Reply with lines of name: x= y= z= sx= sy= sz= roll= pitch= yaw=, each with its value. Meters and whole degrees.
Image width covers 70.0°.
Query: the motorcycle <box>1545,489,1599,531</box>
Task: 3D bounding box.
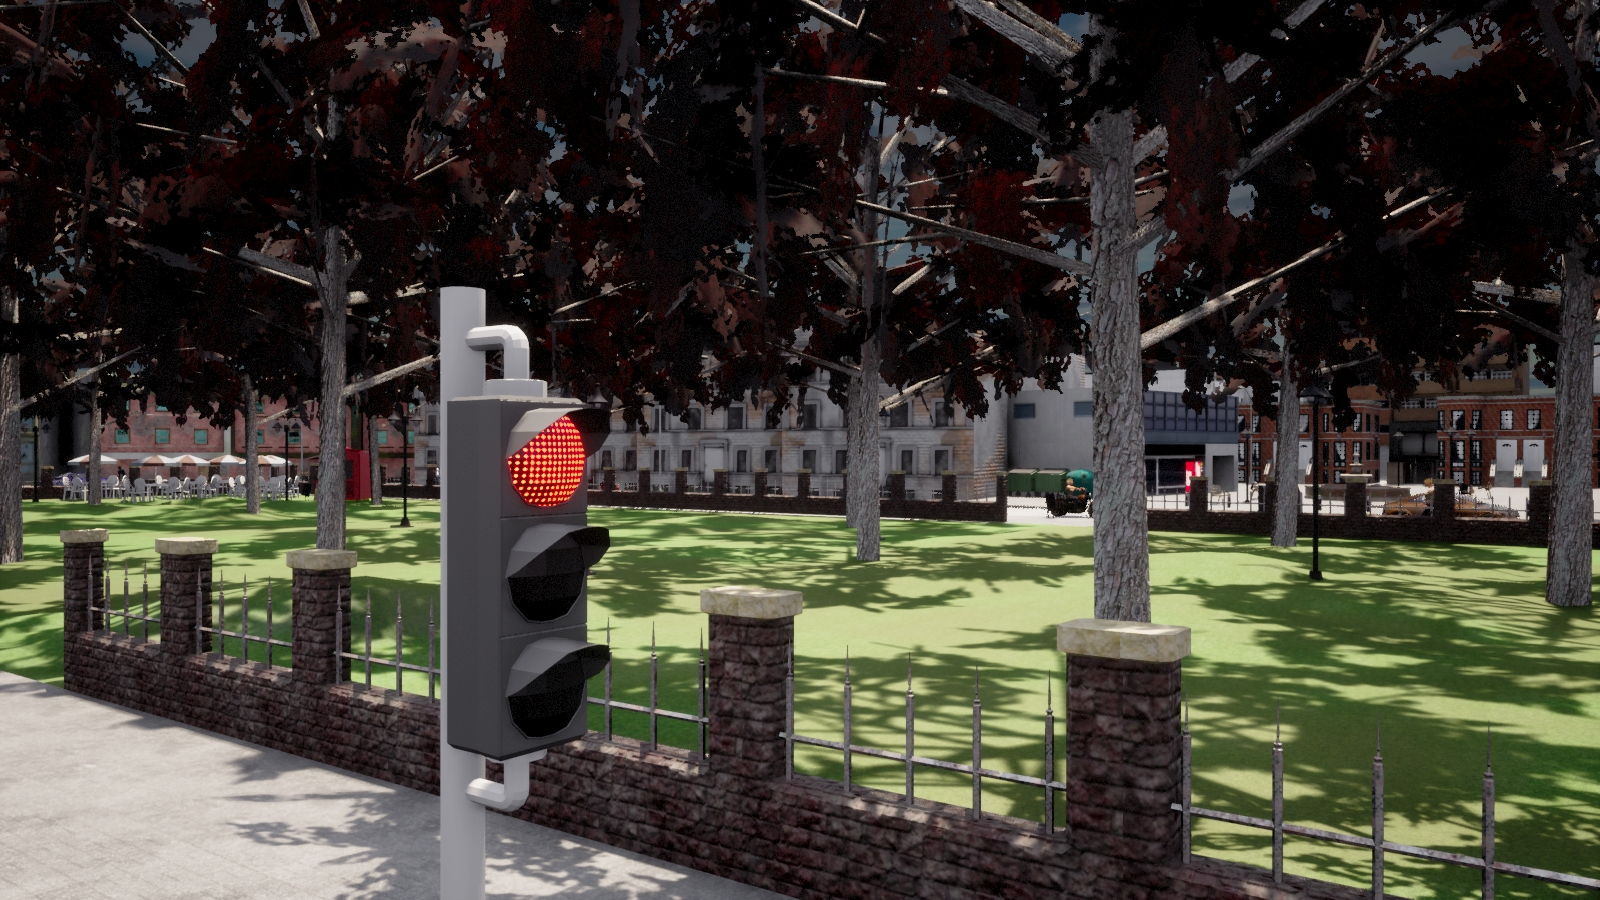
motorcycle: x=25.489 y=1.950 z=36.881 sx=2.356 sy=1.277 sz=0.764 roll=0 pitch=0 yaw=36

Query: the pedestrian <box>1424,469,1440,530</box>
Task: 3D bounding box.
pedestrian: x=19.517 y=1.523 z=35.280 sx=0.375 sy=1.860 sz=0.375 roll=0 pitch=0 yaw=37

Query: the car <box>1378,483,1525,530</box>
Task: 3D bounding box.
car: x=22.305 y=1.898 z=39.190 sx=4.181 sy=1.385 sz=1.994 roll=0 pitch=0 yaw=36

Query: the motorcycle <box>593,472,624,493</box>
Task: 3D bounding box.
motorcycle: x=-11.525 y=1.962 z=68.731 sx=1.805 sy=1.236 sz=0.856 roll=0 pitch=0 yaw=36
